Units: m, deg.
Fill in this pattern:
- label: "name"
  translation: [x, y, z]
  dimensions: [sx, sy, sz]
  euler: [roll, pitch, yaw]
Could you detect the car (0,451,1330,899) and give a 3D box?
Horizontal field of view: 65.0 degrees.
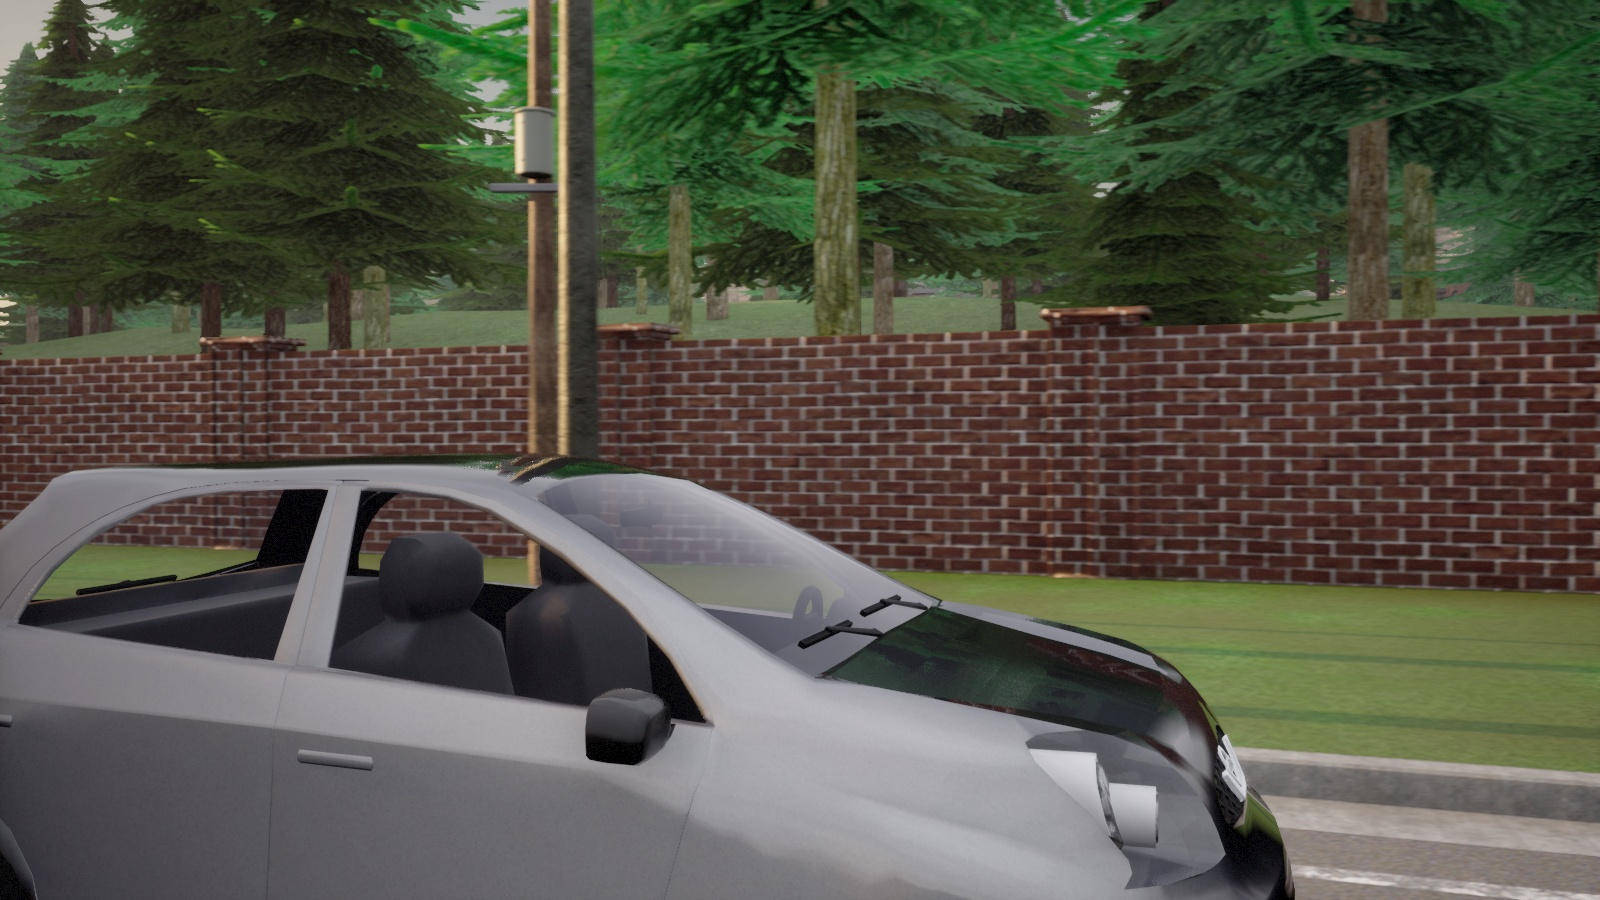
- label: "car"
  translation: [-0.613, 0.784, 3.400]
  dimensions: [3.633, 1.501, 1.845]
  euler: [1, 1, 19]
